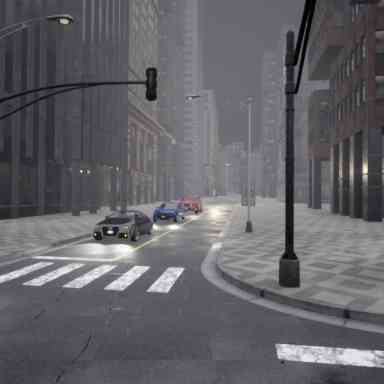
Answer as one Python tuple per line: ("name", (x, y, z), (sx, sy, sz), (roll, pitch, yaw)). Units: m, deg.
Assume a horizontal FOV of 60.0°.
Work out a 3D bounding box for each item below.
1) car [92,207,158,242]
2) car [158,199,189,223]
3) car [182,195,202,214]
("car", (-3.372, 1.632, 16.964), (1.994, 1.385, 4.181), (0, 0, 9))
("car", (-1.781, 1.581, 27.254), (1.882, 1.535, 5.008), (0, 0, 8))
("car", (-0.140, 1.361, 37.812), (2.150, 2.045, 5.566), (0, 0, 9))
